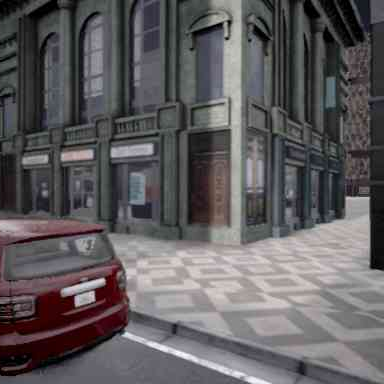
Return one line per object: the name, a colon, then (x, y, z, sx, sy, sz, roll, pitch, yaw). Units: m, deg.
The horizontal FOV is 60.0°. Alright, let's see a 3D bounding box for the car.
car: (-3.178, 1.309, 5.226, 5.009, 1.841, 2.192, 0, 0, 36)
